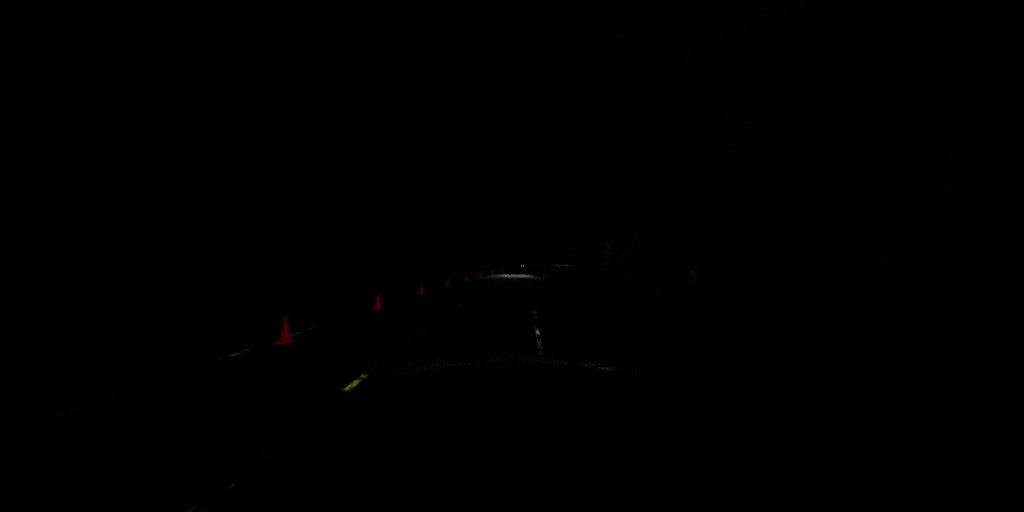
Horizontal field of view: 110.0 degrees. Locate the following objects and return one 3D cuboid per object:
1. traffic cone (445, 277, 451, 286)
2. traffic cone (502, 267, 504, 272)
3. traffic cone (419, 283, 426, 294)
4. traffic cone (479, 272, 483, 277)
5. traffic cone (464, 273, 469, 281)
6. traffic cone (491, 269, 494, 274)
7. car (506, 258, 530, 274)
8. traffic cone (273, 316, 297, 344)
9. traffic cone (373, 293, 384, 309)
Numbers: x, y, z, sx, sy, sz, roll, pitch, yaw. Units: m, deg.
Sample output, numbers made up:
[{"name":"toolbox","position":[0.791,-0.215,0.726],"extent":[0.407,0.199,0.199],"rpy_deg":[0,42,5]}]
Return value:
[{"name":"traffic cone","position":[-4.132,1.634,23.201],"extent":[0.340,0.580,0.340],"rpy_deg":[0,0,6]},{"name":"traffic cone","position":[-1.141,1.627,43.236],"extent":[0.340,0.580,0.340],"rpy_deg":[0,0,11]},{"name":"traffic cone","position":[-4.571,1.635,18.154],"extent":[0.340,0.580,0.340],"rpy_deg":[0,0,4]},{"name":"traffic cone","position":[-2.883,1.631,33.255],"extent":[0.340,0.580,0.340],"rpy_deg":[0,0,8]},{"name":"traffic cone","position":[-3.569,1.633,28.236],"extent":[0.340,0.580,0.340],"rpy_deg":[0,0,7]},{"name":"traffic cone","position":[-2.073,1.629,38.257],"extent":[0.340,0.580,0.340],"rpy_deg":[0,0,10]},{"name":"car","position":[0.702,1.058,39.750],"extent":[2.097,1.767,4.553],"rpy_deg":[1,0,11]},{"name":"traffic cone","position":[-5.075,1.636,8.036],"extent":[0.340,0.580,0.340],"rpy_deg":[0,0,1]},{"name":"traffic cone","position":[-4.885,1.635,13.098],"extent":[0.340,0.580,0.340],"rpy_deg":[0,0,3]}]
